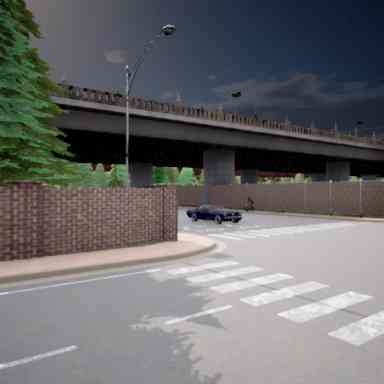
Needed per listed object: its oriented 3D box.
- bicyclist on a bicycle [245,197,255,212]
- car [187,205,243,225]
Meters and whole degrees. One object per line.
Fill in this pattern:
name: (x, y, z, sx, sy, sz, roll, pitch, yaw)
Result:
bicyclist on a bicycle: (6.512, 1.384, 37.382, 1.656, 1.620, 0.582, 0, 0, -35)
car: (1.639, 1.673, 25.259, 1.895, 1.301, 4.718, 0, 0, -35)
